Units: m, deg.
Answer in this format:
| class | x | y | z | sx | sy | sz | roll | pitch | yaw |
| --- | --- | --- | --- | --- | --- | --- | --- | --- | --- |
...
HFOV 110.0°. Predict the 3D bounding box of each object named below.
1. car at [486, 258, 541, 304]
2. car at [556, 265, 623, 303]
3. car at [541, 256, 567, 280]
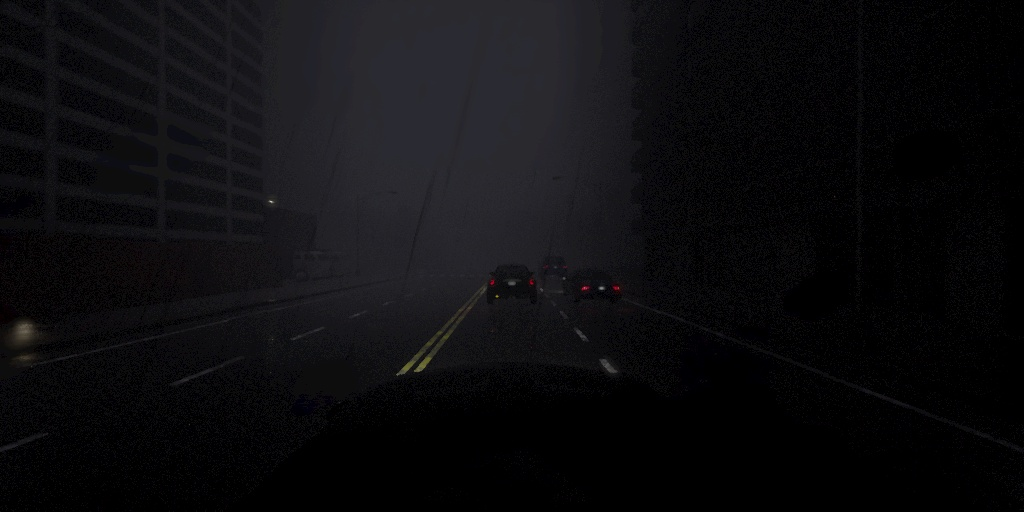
| class | x | y | z | sx | sy | sz | roll | pitch | yaw |
| --- | --- | --- | --- | --- | --- | --- | --- | --- | --- |
| car | 0.000 | 1.115 | 16.470 | 2.097 | 1.767 | 4.553 | 0 | 0 | 0 |
| car | 3.500 | 1.312 | 16.500 | 2.033 | 1.411 | 5.357 | 0 | 0 | 0 |
| car | 3.500 | 1.007 | 31.530 | 2.150 | 2.045 | 5.566 | 0 | 0 | 0 |
